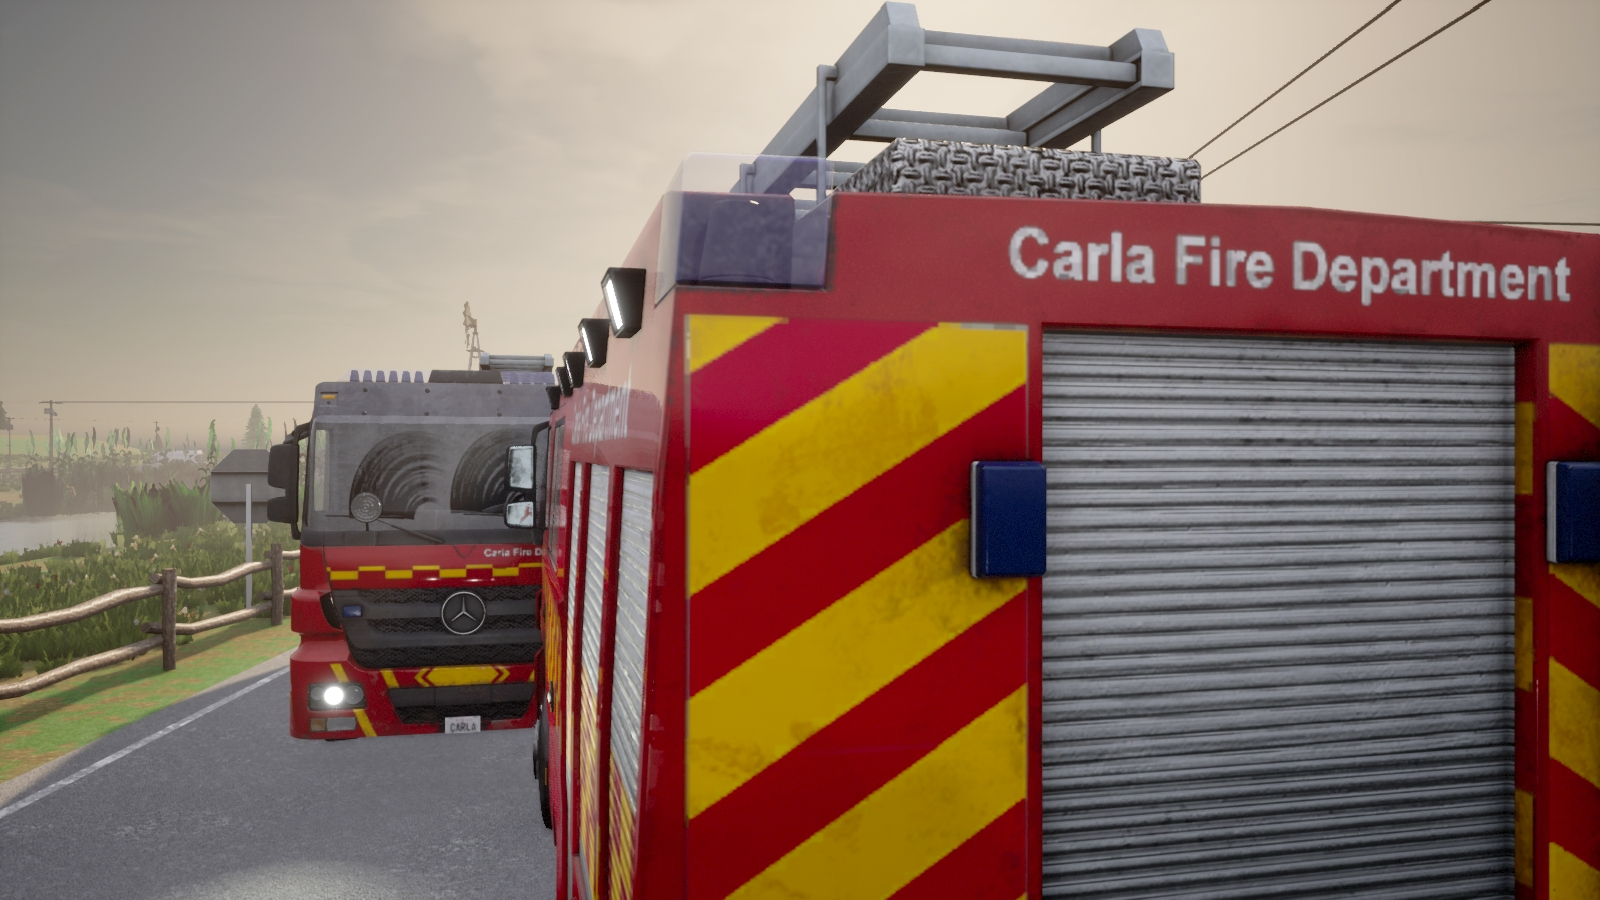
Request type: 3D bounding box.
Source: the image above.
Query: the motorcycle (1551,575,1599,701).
[{"bbox_3d":[9.797,2.142,13.150,1.805,1.316,0.856,0,0,-7],"label":"motorcycle"}]

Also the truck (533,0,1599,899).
[{"bbox_3d":[-0.040,0.867,6.872,2.891,3.827,8.468,0,0,-14],"label":"truck"}]

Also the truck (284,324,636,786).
[{"bbox_3d":[-3.898,0.862,13.917,2.891,3.827,8.468,0,0,-14],"label":"truck"}]
